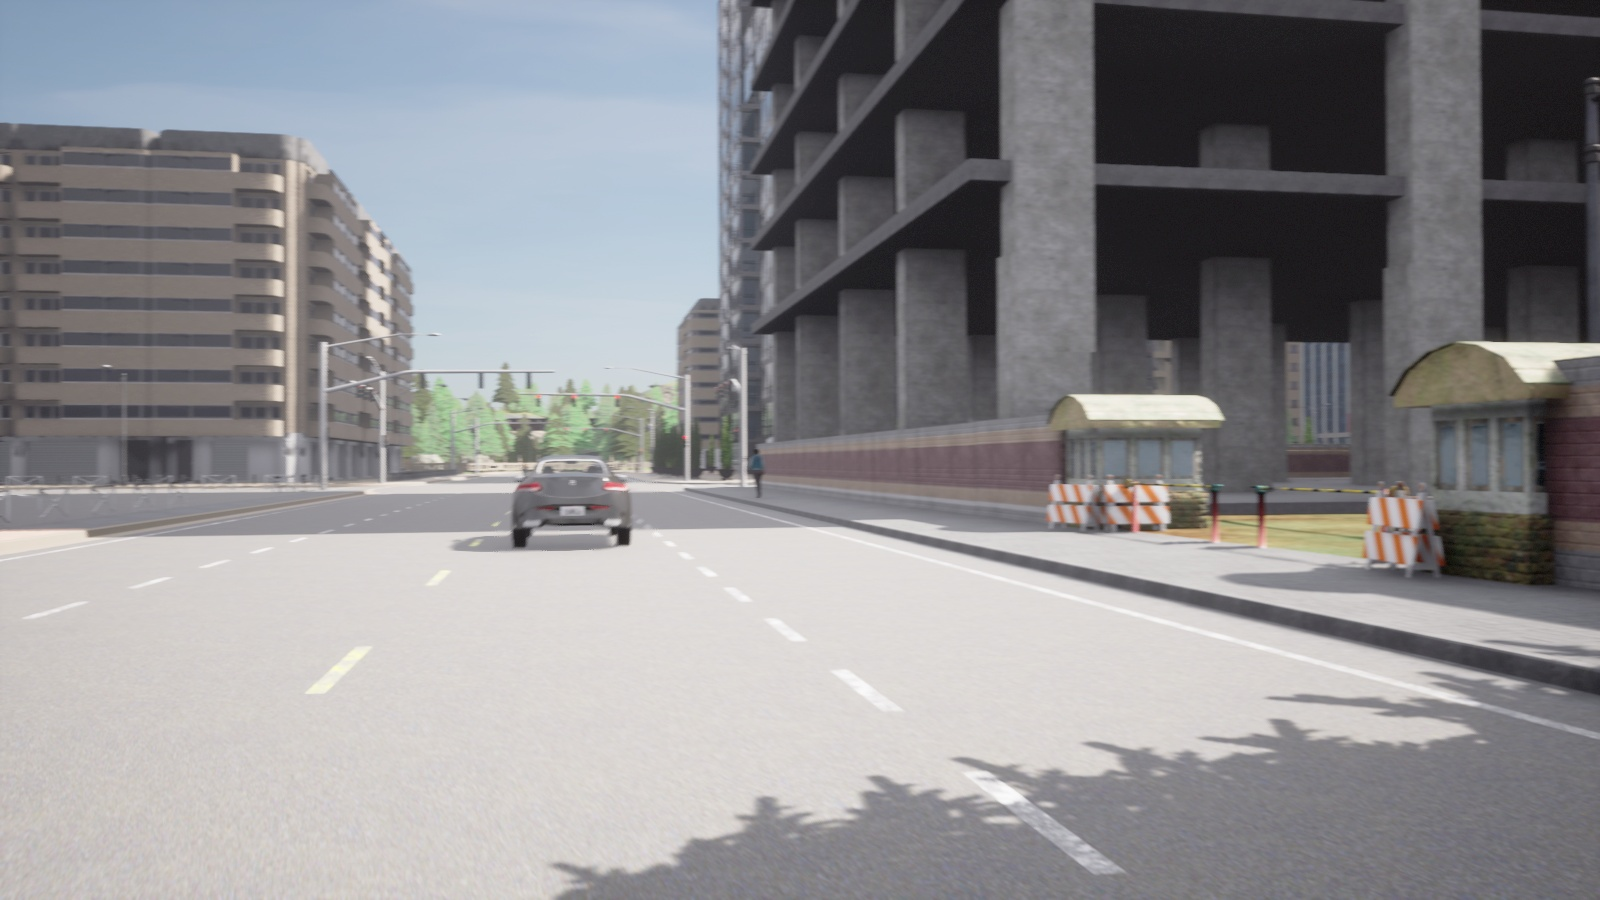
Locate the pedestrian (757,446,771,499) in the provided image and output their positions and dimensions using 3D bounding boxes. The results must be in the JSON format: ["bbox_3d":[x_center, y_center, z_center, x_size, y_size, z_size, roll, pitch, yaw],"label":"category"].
[{"bbox_3d":[-1.342,0.833,46.389,0.396,1.930,0.692,0,-1,-12],"label":"pedestrian"}]

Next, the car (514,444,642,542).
[{"bbox_3d":[-4.241,0.752,23.933,2.152,1.651,5.027,0,-1,-10],"label":"car"}]
